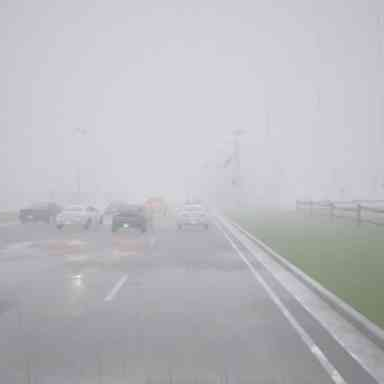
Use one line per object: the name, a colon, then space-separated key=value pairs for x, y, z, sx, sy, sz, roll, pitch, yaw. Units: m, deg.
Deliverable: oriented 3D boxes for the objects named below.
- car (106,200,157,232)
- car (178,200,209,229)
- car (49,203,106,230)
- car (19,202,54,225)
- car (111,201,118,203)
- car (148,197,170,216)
car: x=-3.423 y=1.480 z=19.699 sx=1.837 sy=1.490 sz=4.892 roll=0 pitch=0 yaw=0
car: x=0.082 y=1.498 z=21.189 sx=1.812 sy=1.442 sz=4.674 roll=0 pitch=0 yaw=0
car: x=-6.919 y=1.498 z=20.820 sx=1.812 sy=1.442 sz=4.674 roll=0 pitch=0 yaw=0
car: x=-10.404 y=1.446 z=23.854 sx=1.882 sy=1.535 sz=5.008 roll=0 pitch=0 yaw=0
car: x=-6.915 y=1.522 z=31.770 sx=1.994 sy=1.385 sz=4.181 roll=0 pitch=0 yaw=0
car: x=-3.334 y=1.309 z=32.319 sx=2.097 sy=1.767 sz=4.553 roll=0 pitch=0 yaw=2
